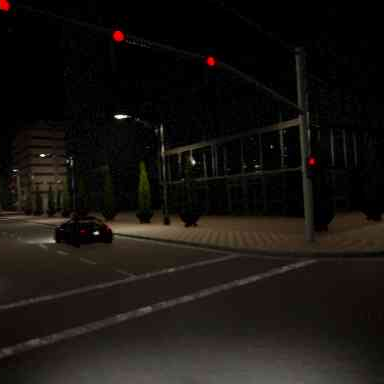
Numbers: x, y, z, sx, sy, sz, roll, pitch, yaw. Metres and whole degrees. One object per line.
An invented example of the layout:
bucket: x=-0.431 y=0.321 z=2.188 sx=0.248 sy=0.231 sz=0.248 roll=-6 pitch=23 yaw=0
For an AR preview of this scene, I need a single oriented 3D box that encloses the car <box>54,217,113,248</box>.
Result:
car: x=-5.775 y=2.019 z=17.473 sx=1.994 sy=1.385 sz=4.181 roll=-3 pitch=-1 yaw=-37
